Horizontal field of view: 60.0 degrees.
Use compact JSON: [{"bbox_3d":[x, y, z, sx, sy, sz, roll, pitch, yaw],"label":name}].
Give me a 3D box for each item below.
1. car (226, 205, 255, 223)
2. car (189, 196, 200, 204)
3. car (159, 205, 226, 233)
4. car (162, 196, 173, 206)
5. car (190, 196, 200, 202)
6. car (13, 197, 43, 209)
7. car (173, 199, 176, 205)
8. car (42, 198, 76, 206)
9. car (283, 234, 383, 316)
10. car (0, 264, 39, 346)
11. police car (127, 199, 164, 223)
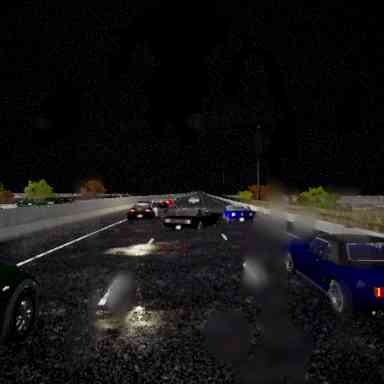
[{"bbox_3d":[3.480,1.606,25.304,1.895,1.301,4.718,0,0,0],"label":"car"},{"bbox_3d":[0.424,1.653,62.915,1.895,1.301,4.718,0,0,2],"label":"car"},{"bbox_3d":[0.197,1.602,19.816,1.895,1.301,4.718,0,0,25],"label":"car"},{"bbox_3d":[-3.565,1.507,36.559,2.128,1.511,4.902,0,0,1],"label":"car"},{"bbox_3d":[0.788,1.601,78.300,2.128,1.511,4.902,0,0,2],"label":"car"},{"bbox_3d":[-17.652,1.363,36.559,2.097,1.767,4.553,0,0,1],"label":"car"},{"bbox_3d":[-3.434,1.381,47.496,2.097,1.767,4.553,0,0,1],"label":"car"},{"bbox_3d":[-14.153,1.517,36.574,1.837,1.490,4.892,0,0,1],"label":"car"},{"bbox_3d":[3.531,1.599,7.470,1.895,1.301,4.718,0,0,0],"label":"car"},{"bbox_3d":[-3.542,1.351,3.624,2.097,1.767,4.553,0,0,-1],"label":"car"},{"bbox_3d":[-3.627,1.510,25.591,2.038,1.542,4.974,0,0,0],"label":"police car"}]
